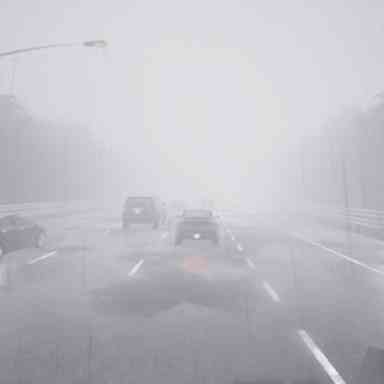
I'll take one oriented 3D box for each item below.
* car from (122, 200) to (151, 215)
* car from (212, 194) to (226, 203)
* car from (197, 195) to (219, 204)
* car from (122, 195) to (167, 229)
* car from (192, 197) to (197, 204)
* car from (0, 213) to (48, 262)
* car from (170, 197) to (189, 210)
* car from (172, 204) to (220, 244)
[{"bbox_3d":[-5.711,1.592,34.611,1.994,1.385,4.181,0,0,4],"label":"car"},{"bbox_3d":[5.642,1.690,72.577,1.994,1.385,4.181,0,0,9],"label":"car"},{"bbox_3d":[2.248,1.567,45.811,2.128,1.511,4.902,0,0,6],"label":"car"},{"bbox_3d":[-2.999,1.240,21.826,2.150,2.045,5.566,0,0,3],"label":"car"},{"bbox_3d":[1.071,1.653,65.535,2.033,1.411,5.357,0,0,8],"label":"car"},{"bbox_3d":[-6.849,1.497,11.665,1.837,1.490,4.892,0,0,1],"label":"car"},{"bbox_3d":[-1.592,1.657,42.708,1.895,1.301,4.718,0,0,5],"label":"car"},{"bbox_3d":[0.286,1.530,15.893,1.837,1.490,4.892,0,0,2],"label":"car"}]
